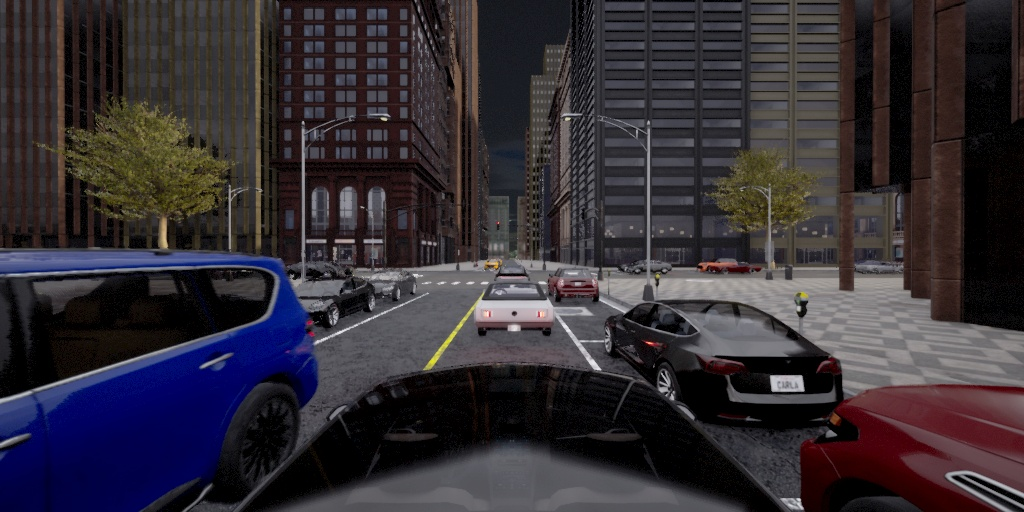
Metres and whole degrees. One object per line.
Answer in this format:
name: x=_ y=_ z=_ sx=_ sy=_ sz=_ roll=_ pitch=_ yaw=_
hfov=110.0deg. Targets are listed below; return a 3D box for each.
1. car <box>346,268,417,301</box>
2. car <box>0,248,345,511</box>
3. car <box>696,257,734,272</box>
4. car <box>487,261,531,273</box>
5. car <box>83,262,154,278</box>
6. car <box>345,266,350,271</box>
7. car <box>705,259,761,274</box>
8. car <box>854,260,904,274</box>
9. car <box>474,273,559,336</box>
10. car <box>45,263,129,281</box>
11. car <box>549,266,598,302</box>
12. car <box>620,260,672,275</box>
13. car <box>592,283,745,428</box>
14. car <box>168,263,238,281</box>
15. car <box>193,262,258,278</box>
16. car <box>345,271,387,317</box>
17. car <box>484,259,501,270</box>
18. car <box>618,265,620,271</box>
car: x=-5.752 y=1.302 z=16.949 sx=2.007 sy=1.370 sz=4.403 roll=0 pitch=0 yaw=0
car: x=-3.098 y=0.971 z=1.496 sx=2.150 sy=2.045 sz=5.566 roll=0 pitch=0 yaw=0
car: x=24.055 y=1.025 z=41.808 sx=4.553 sy=1.767 sz=2.097 roll=0 pitch=0 yaw=0
car: x=0.012 y=1.243 z=19.589 sx=2.128 sy=1.511 sz=4.902 roll=0 pitch=0 yaw=0
car: x=-38.338 y=1.368 z=35.025 sx=4.892 sy=1.490 sz=1.837 roll=0 pitch=0 yaw=0
car: x=-17.529 y=1.298 z=31.799 sx=5.008 sy=1.535 sz=1.882 roll=0 pitch=0 yaw=-1
car: x=23.911 y=1.289 z=38.565 sx=4.718 sy=1.301 sz=1.895 roll=0 pitch=0 yaw=0
car: x=39.722 y=1.257 z=38.564 sx=4.718 sy=1.301 sz=1.895 roll=0 pitch=0 yaw=0
car: x=0.071 y=1.351 z=10.379 sx=1.895 sy=1.301 sz=4.718 roll=0 pitch=0 yaw=0
car: x=-37.507 y=1.368 z=31.773 sx=4.902 sy=1.511 sz=2.128 roll=0 pitch=0 yaw=0
car: x=2.773 y=1.191 z=16.946 sx=1.967 sy=1.591 sz=4.097 roll=0 pitch=0 yaw=0
car: x=14.642 y=1.200 z=38.559 sx=4.902 sy=1.511 sz=2.128 roll=0 pitch=0 yaw=-2
car: x=2.766 y=1.316 z=5.674 sx=1.948 sy=1.339 sz=4.313 roll=0 pitch=0 yaw=0
car: x=-27.315 y=1.373 z=31.782 sx=4.674 sy=1.442 sz=1.812 roll=0 pitch=0 yaw=0
car: x=-27.933 y=1.339 z=35.029 sx=4.892 sy=1.490 sz=1.837 roll=0 pitch=0 yaw=0
car: x=-5.756 y=1.316 z=11.313 sx=1.948 sy=1.339 sz=4.313 roll=0 pitch=0 yaw=0
car: x=-3.021 y=1.249 z=53.435 sx=1.882 sy=1.535 sz=5.008 roll=0 pitch=0 yaw=0
car: x=14.859 y=1.198 z=41.797 sx=4.892 sy=1.490 sz=1.837 roll=0 pitch=0 yaw=0
